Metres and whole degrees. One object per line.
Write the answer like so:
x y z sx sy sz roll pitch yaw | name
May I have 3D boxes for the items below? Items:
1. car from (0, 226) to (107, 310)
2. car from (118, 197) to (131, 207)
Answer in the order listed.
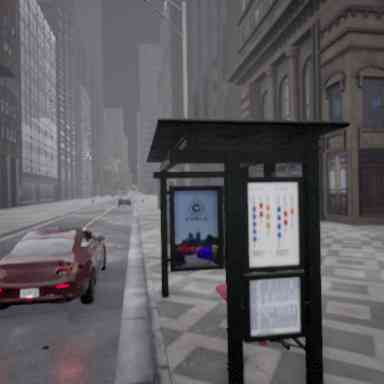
-3.112 1.529 7.847 1.812 1.442 4.674 -1 0 -10 | car
-10.467 1.451 51.671 1.882 1.535 5.008 -1 0 -10 | car
